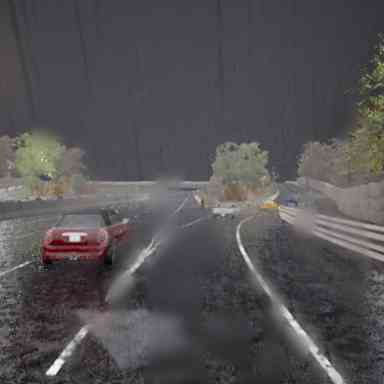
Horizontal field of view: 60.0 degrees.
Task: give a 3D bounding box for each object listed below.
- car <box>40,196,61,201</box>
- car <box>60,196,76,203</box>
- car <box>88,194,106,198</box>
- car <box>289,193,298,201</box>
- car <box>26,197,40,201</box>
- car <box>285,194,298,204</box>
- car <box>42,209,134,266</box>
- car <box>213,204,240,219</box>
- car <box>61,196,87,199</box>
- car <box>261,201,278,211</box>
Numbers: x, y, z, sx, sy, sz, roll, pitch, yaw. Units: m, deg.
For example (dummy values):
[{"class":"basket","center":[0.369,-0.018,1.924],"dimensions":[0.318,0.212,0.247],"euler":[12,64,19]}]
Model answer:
[{"class":"car","center":[-24.517,1.451,59.263],"dimensions":[2.097,1.767,4.553],"euler":[0,0,0]},{"class":"car","center":[-28.002,1.637,75.182],"dimensions":[1.837,1.490,4.892],"euler":[0,0,0]},{"class":"car","center":[-21.002,1.362,75.423],"dimensions":[2.150,2.045,5.566],"euler":[0,0,0]},{"class":"car","center":[26.306,1.207,86.386],"dimensions":[2.097,1.767,4.553],"euler":[0,4,19]},{"class":"car","center":[-28.009,1.623,59.041],"dimensions":[1.812,1.442,4.674],"euler":[0,0,0]},{"class":"car","center":[22.694,1.673,76.606],"dimensions":[2.150,2.045,5.566],"euler":[0,3,20]},{"class":"car","center":[-3.403,1.370,11.783],"dimensions":[2.097,1.767,4.553],"euler":[0,0,0]},{"class":"car","center":[3.320,1.791,30.967],"dimensions":[1.895,1.301,4.718],"euler":[1,-2,16]},{"class":"car","center":[-21.019,1.451,59.351],"dimensions":[2.097,1.767,4.553],"euler":[0,0,0]},{"class":"car","center":[12.481,2.240,53.110],"dimensions":[1.882,1.535,5.008],"euler":[0,-1,26]}]
